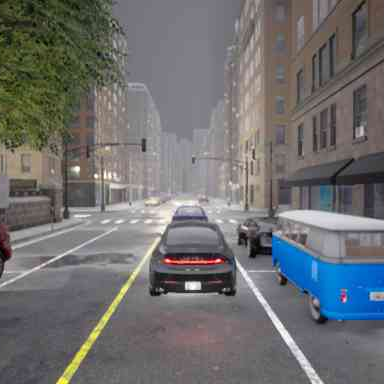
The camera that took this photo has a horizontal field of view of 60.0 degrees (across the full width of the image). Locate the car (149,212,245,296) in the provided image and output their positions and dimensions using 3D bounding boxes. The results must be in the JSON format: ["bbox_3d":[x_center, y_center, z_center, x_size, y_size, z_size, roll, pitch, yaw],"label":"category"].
[{"bbox_3d":[0.012,1.499,8.619,1.837,1.490,4.892,0,0,0],"label":"car"}]

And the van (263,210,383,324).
[{"bbox_3d":[2.811,1.336,6.876,1.690,1.788,3.998,0,0,0],"label":"van"}]

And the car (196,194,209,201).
[{"bbox_3d":[2.374,1.372,66.912,1.967,1.590,4.097,0,0,0],"label":"car"}]

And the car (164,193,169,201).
[{"bbox_3d":[-6.150,1.477,66.814,1.887,1.381,4.507,0,0,0],"label":"car"}]

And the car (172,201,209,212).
[{"bbox_3d":[-0.094,1.462,18.115,1.882,1.535,5.008,0,0,0],"label":"car"}]

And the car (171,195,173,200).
[{"bbox_3d":[-6.229,1.479,77.715,2.008,1.369,4.403,0,0,0],"label":"car"}]

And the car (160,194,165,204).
[{"bbox_3d":[-6.071,1.490,55.912,2.008,1.369,4.403,0,0,0],"label":"car"}]

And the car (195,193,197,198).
[{"bbox_3d":[2.295,1.479,77.808,2.008,1.369,4.403,0,0,0],"label":"car"}]

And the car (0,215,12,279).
[{"bbox_3d":[-5.713,1.310,6.774,2.192,1.841,5.009,0,0,0],"label":"car"}]

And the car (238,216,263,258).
[{"bbox_3d":[2.770,1.556,12.536,1.947,1.339,4.313,0,0,0],"label":"car"}]

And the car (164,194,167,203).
[{"bbox_3d":[-6.110,1.480,61.363,1.887,1.381,4.507,0,0,0],"label":"car"}]

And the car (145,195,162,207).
[{"bbox_3d":[-6.030,1.469,50.292,1.752,1.417,4.829,0,0,0],"label":"car"}]

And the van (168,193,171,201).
[{"bbox_3d":[-6.190,1.271,72.264,1.690,1.788,3.998,0,0,0],"label":"van"}]
